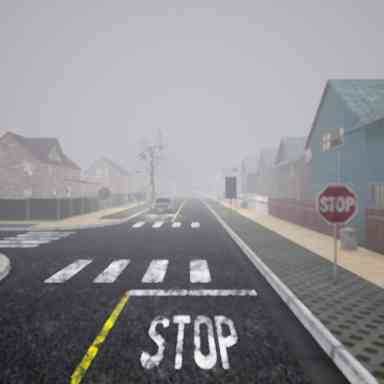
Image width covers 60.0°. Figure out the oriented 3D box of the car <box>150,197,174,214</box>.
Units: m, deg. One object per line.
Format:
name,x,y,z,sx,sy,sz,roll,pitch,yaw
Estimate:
car,-2.732,1.252,31.127,1.812,1.442,4.674,0,2,0
